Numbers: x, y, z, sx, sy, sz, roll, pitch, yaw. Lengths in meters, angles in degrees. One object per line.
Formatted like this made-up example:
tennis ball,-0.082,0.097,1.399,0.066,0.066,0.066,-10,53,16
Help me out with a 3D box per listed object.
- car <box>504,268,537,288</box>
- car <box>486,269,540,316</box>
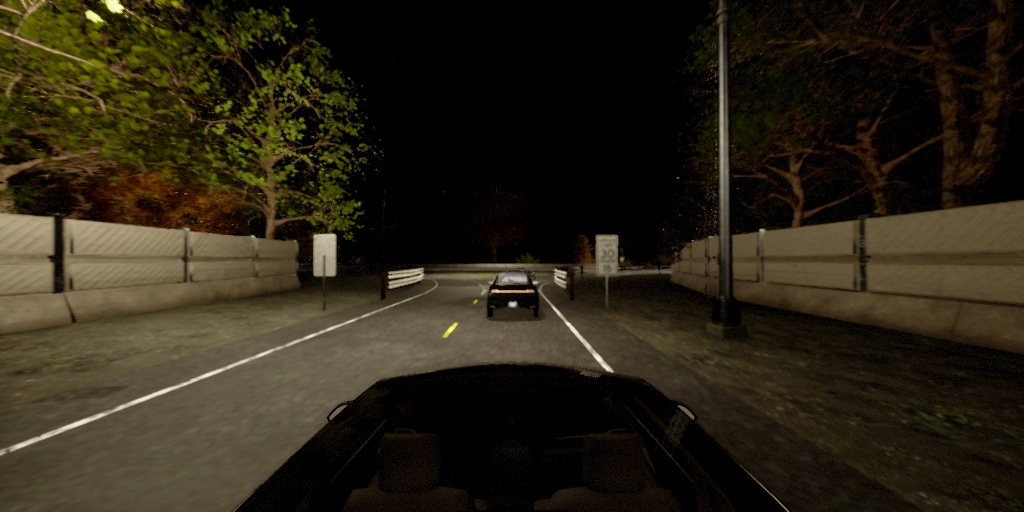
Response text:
car,0.797,1.689,28.276,1.895,1.301,4.718,0,-1,10
car,0.045,1.399,14.082,2.128,1.511,4.902,0,-1,0
